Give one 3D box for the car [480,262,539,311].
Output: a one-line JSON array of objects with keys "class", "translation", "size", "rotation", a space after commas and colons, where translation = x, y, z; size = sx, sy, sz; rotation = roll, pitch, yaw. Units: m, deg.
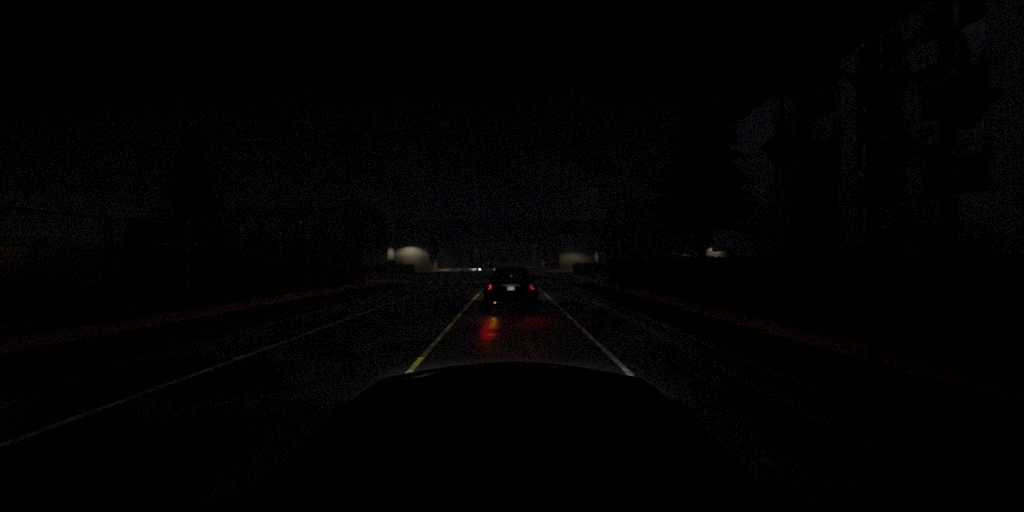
[{"class": "car", "translation": [-0.031, 1.243, 15.312], "size": [2.097, 1.767, 4.553], "rotation": [0, -1, 0]}]
